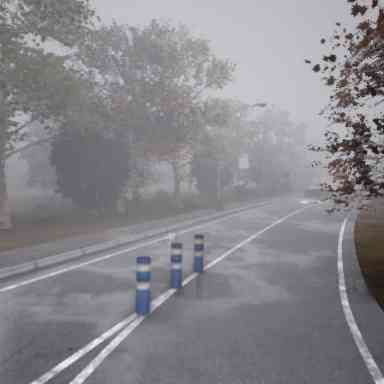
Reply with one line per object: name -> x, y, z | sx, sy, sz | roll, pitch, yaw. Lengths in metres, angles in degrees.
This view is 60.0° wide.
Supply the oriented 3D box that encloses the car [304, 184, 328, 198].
car -> 14.420, -0.136, 38.657 | 1.882, 1.535, 5.008 | 0, 3, 33
